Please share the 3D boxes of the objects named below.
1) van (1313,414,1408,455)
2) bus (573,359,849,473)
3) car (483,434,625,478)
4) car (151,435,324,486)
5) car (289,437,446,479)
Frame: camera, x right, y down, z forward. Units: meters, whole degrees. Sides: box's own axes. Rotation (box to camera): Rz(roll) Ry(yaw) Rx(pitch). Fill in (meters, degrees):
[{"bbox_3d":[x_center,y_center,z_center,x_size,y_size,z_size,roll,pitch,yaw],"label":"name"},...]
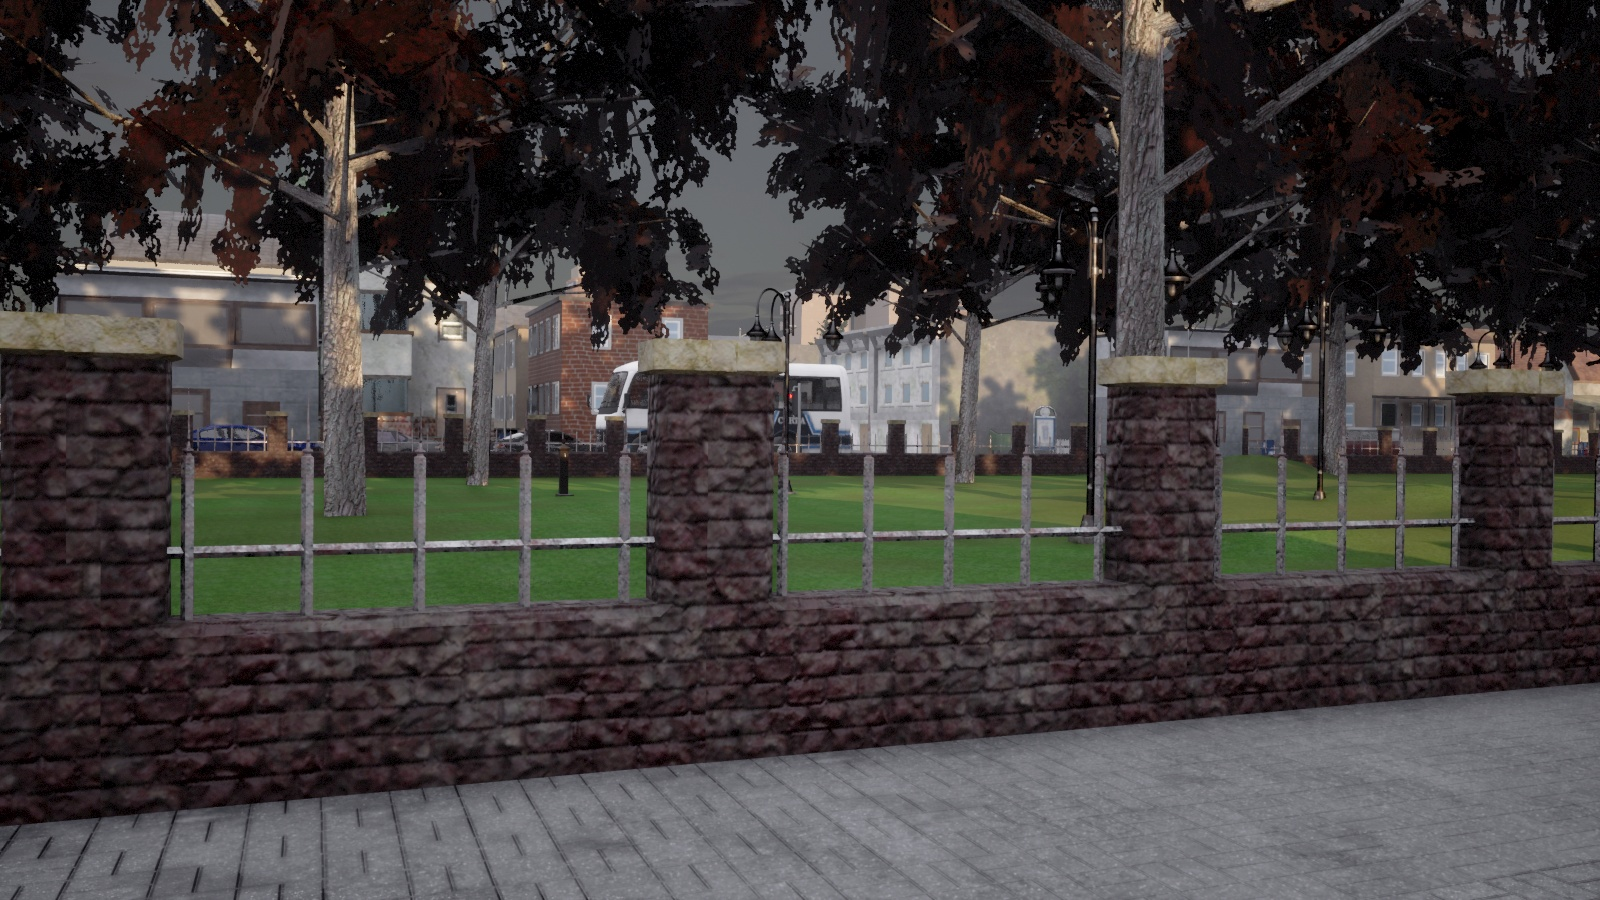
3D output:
[{"bbox_3d":[28.271,-0.785,63.343,4.442,1.987,1.775,-1,1,-21],"label":"van"},{"bbox_3d":[-3.576,-1.359,50.322,10.273,4.253,3.944,-1,1,-21],"label":"bus"},{"bbox_3d":[-8.734,0.192,44.624,4.674,1.442,1.812,-1,1,-24],"label":"car"},{"bbox_3d":[-18.238,0.307,40.900,5.008,1.535,1.882,-1,1,-24],"label":"car"},{"bbox_3d":[-15.910,0.265,46.224,5.357,1.411,2.033,-1,1,-22],"label":"car"}]
